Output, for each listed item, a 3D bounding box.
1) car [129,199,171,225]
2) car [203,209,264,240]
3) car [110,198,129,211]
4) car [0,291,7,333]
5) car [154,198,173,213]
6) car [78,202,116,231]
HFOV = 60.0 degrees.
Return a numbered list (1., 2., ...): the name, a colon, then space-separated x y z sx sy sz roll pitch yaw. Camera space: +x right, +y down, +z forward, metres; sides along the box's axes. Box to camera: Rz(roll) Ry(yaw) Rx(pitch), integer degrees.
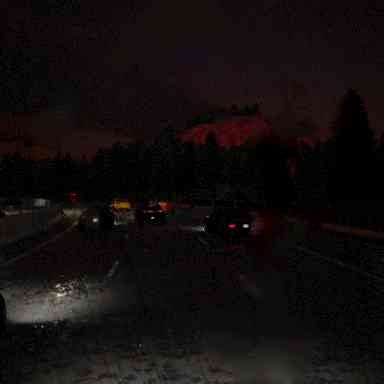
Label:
1. car: -3.199 1.525 24.474 2.128 1.511 4.902 0 0 -14
2. car: 1.949 1.560 17.203 2.033 1.411 5.357 0 0 -10
3. car: -9.164 1.547 41.817 1.882 1.535 5.008 0 0 -24
4. car: -3.625 1.518 3.008 1.837 1.490 4.892 0 0 -2
5. car: -3.681 1.402 37.630 2.097 1.767 4.553 0 0 -21
6. car: -6.036 1.603 21.206 1.994 1.385 4.181 0 0 -12
